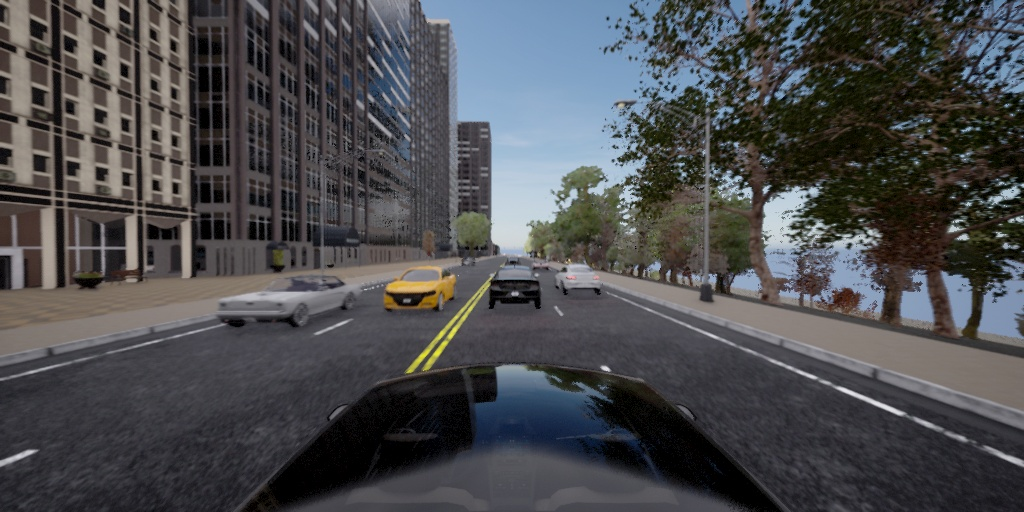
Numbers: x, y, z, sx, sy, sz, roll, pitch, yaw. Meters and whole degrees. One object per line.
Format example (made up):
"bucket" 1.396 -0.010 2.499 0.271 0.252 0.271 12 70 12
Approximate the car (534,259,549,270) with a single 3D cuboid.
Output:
"car" 3.362 1.041 43.692 1.895 1.301 4.718 0 0 0

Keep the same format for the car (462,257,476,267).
"car" -6.486 0.869 54.075 2.128 1.511 4.902 0 0 0

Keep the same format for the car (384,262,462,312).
"car" -3.345 1.136 13.914 1.882 1.535 5.008 0 0 0

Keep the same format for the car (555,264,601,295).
"car" 3.354 1.149 18.785 1.812 1.442 4.674 0 0 0

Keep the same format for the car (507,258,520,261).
"car" 0.111 0.965 40.637 1.837 1.490 4.892 0 0 0

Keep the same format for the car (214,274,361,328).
"car" -6.597 1.279 11.229 1.895 1.301 4.718 0 0 0

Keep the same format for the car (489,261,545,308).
"car" 0.105 1.131 14.650 1.882 1.535 5.008 0 0 0
